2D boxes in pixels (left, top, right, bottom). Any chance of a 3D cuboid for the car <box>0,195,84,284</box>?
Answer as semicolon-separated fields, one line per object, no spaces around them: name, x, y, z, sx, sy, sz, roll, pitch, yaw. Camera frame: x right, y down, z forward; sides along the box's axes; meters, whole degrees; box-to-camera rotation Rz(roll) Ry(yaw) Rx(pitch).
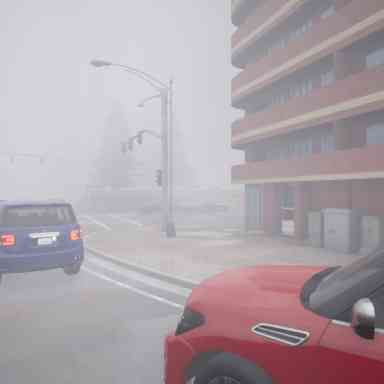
car;-4.941;1.221;9.792;2.150;2.045;5.566;0;0;-36

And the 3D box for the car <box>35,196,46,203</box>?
car;-33.261;1.540;73.024;2.033;1.411;5.357;0;0;-23

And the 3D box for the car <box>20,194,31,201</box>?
car;-40.464;1.355;81.017;2.097;1.767;4.553;0;0;-23

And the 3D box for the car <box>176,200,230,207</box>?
car;1.105;1.656;34.237;4.718;1.301;1.895;0;0;-23

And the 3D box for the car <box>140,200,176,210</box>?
car;-3.352;1.581;36.150;4.674;1.442;1.812;0;0;-23

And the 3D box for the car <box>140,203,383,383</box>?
car;2.364;1.221;2.441;5.566;2.045;2.150;0;0;36

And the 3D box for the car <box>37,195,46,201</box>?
car;-37.290;1.478;82.497;1.882;1.535;5.008;0;0;-23

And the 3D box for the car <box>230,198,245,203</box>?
car;5.172;1.533;39.723;5.008;1.535;1.882;0;0;-23
